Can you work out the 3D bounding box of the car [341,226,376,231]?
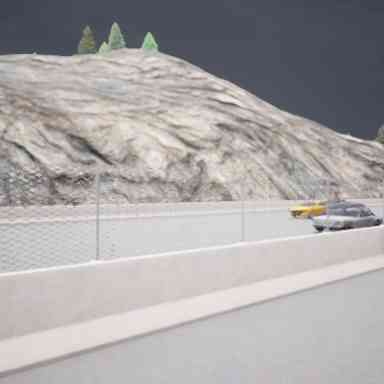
[{"bbox_3d":[8.973,1.601,18.996,4.718,1.301,1.895,0,0,-35],"label":"car"}]
